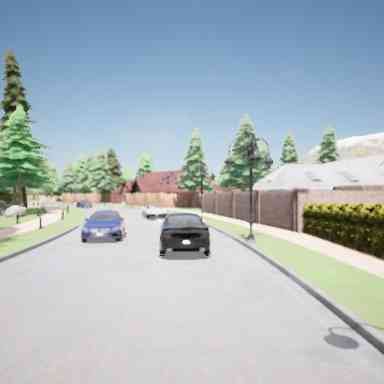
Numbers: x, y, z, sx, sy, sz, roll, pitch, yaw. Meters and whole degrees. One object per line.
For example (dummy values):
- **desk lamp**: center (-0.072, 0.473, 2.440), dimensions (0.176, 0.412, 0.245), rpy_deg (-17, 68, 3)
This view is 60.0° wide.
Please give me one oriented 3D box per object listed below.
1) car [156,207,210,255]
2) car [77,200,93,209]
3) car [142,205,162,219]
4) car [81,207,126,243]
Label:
- **car**: center (-0.411, 1.604, 13.980), dimensions (1.882, 1.535, 5.008), rpy_deg (0, -1, -5)
- **car**: center (-18.201, 2.031, 56.273), dimensions (1.812, 1.442, 4.674), rpy_deg (0, -1, -31)
- **car**: center (-3.830, 1.895, 32.787), dimensions (1.895, 1.301, 4.718), rpy_deg (0, -1, -16)
- **car**: center (-4.485, 1.682, 17.349), dimensions (1.812, 1.442, 4.674), rpy_deg (0, -1, -8)
